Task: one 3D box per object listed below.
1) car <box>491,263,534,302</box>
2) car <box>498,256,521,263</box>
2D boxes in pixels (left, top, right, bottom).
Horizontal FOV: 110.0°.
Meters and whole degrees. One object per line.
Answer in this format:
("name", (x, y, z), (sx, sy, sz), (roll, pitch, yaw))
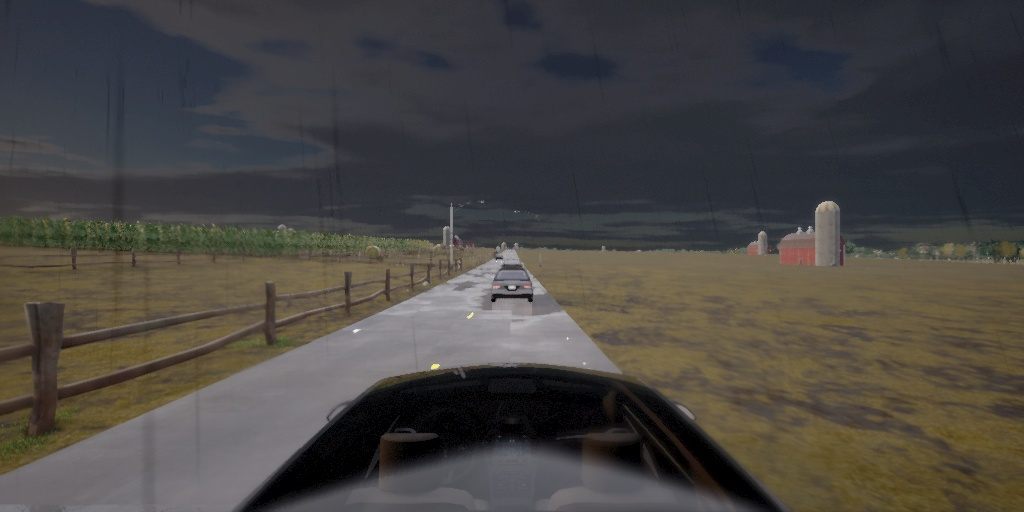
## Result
("car", (0.000, 1.250, 16.494), (2.033, 1.411, 5.357), (0, 1, 0))
("car", (0.000, 0.996, 31.492), (1.882, 1.535, 5.008), (0, 1, 0))
